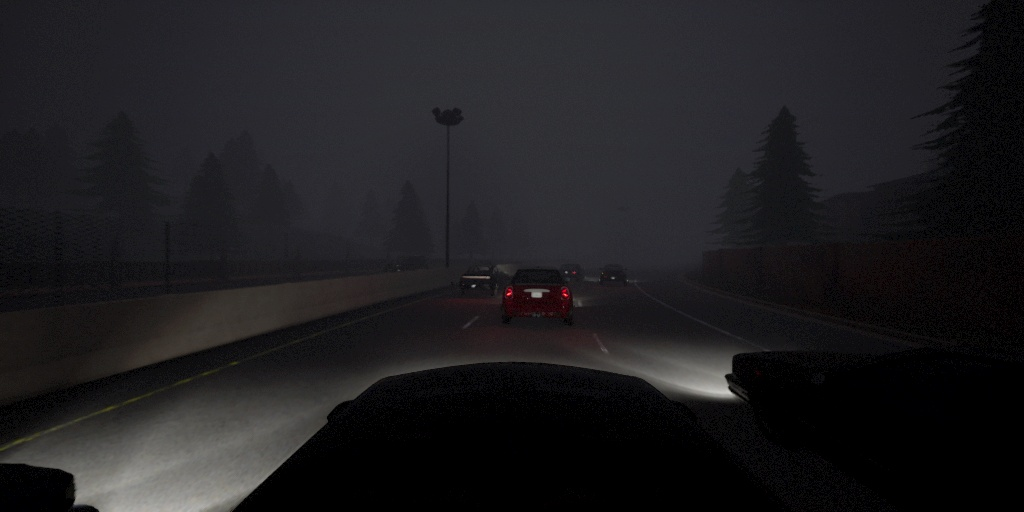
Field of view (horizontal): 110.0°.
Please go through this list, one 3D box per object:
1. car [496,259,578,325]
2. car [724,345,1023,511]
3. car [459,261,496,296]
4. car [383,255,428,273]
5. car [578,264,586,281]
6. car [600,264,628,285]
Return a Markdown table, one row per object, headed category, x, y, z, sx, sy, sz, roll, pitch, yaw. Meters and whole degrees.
| category | x | y | z | sx | sy | sz | roll | pitch | yaw |
| --- | --- | --- | --- | --- | --- | --- | --- | --- | --- |
| car | 0.927 | 1.115 | 12.187 | 2.097 | 1.767 | 4.553 | 0 | 0 | 6 |
| car | 3.645 | 1.314 | 2.178 | 2.033 | 1.411 | 5.357 | 0 | 0 | 1 |
| car | -1.382 | 1.250 | 19.686 | 2.128 | 1.511 | 4.902 | 0 | 0 | 11 |
| car | -11.054 | 0.950 | 37.712 | 2.150 | 2.045 | 5.566 | 0 | 0 | 20 |
| car | 5.081 | 1.344 | 30.512 | 2.033 | 1.411 | 5.357 | 0 | 0 | 19 |
| car | 7.581 | 1.330 | 26.746 | 1.812 | 1.442 | 4.674 | 0 | 0 | 17 |
